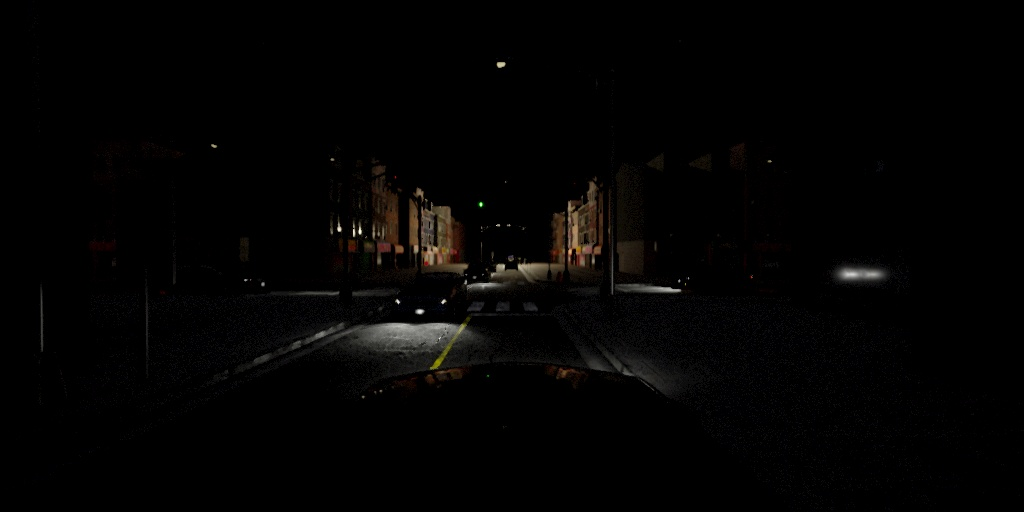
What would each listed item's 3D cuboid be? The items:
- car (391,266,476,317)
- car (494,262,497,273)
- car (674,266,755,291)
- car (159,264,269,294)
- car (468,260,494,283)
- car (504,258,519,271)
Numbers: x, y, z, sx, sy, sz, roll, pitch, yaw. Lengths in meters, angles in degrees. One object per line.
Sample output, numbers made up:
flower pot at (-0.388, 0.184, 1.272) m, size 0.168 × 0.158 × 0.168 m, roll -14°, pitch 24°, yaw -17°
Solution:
car at (-2.746, 1.273, 13.338) m, size 2.033 × 1.411 × 5.357 m, roll 0°, pitch 0°, yaw 0°
car at (-2.692, 1.212, 41.049) m, size 2.033 × 1.411 × 5.357 m, roll 0°, pitch 0°, yaw 0°
car at (11.977, 1.305, 21.391) m, size 4.181 × 1.385 × 1.994 m, roll 0°, pitch 0°, yaw 0°
car at (-15.211, 1.164, 18.354) m, size 4.902 × 1.511 × 2.128 m, roll 0°, pitch 0°, yaw 0°
car at (-2.634, 1.234, 27.607) m, size 1.837 × 1.490 × 4.892 m, roll 0°, pitch 1°, yaw 0°
car at (-0.081, 1.219, 46.184) m, size 1.948 × 1.339 × 4.313 m, roll 0°, pitch 0°, yaw 0°
